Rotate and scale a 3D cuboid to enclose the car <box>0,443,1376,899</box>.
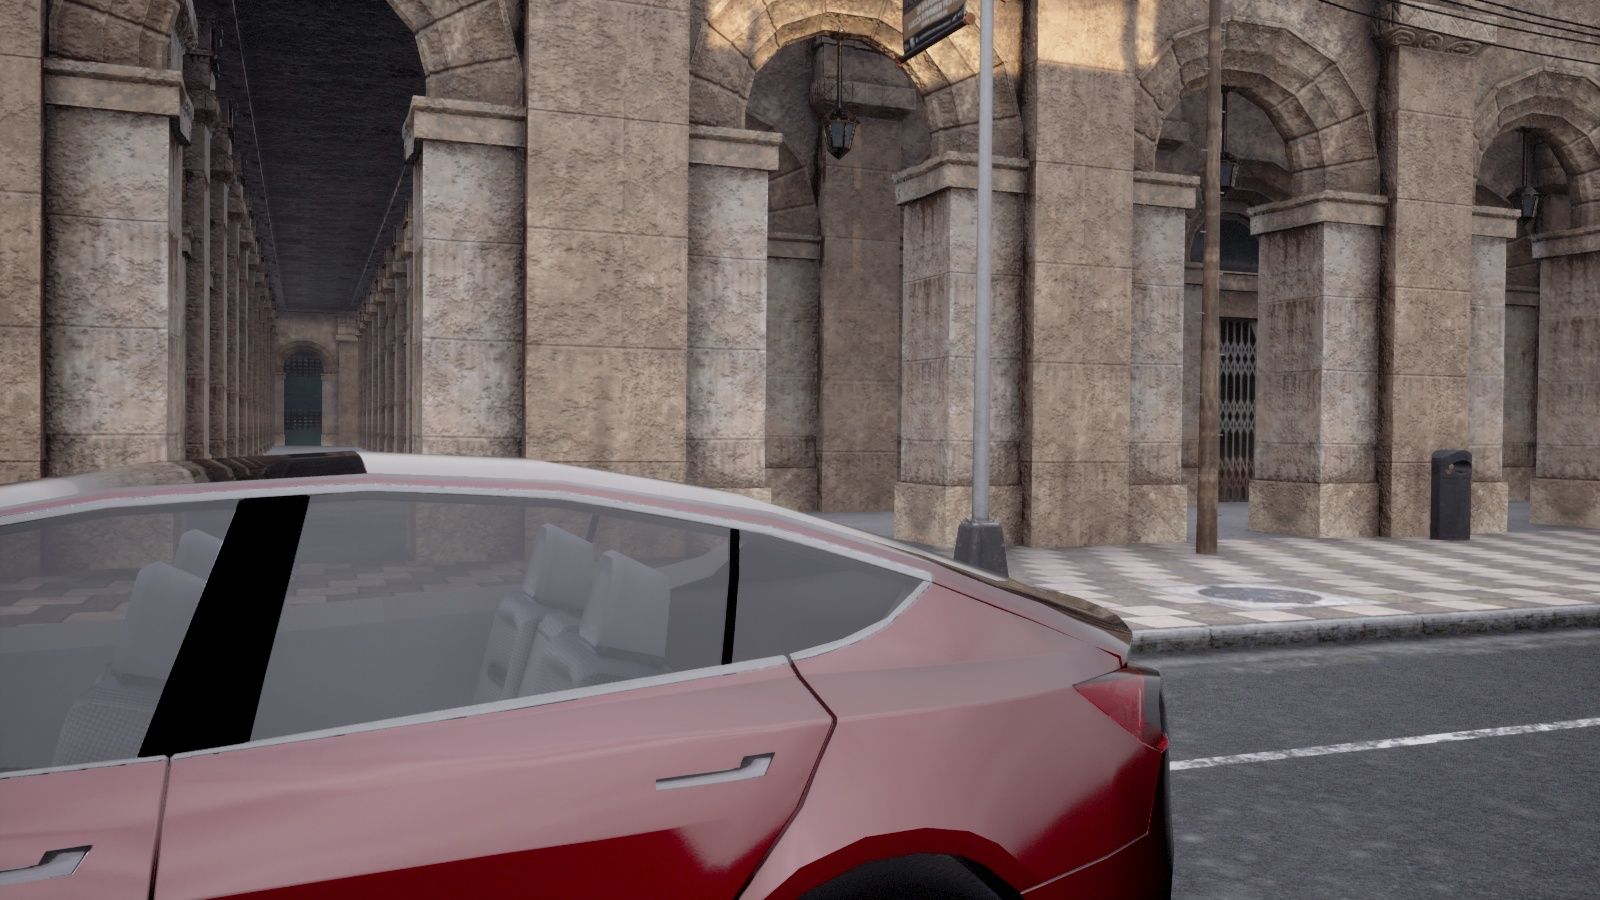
[{"bbox_3d":[-1.450,0.769,2.707,4.792,1.488,2.163,-1,1,-21],"label":"car"}]
